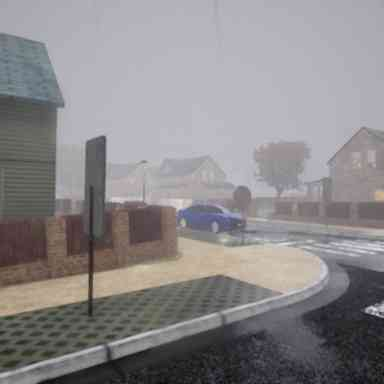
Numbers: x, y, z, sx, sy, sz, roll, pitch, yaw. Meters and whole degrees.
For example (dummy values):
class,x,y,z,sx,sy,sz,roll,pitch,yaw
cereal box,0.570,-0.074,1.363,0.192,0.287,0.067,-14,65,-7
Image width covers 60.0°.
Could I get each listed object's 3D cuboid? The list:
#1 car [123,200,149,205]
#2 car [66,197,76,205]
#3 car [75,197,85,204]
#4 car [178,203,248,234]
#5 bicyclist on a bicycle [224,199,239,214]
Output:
class,x,y,z,sx,sy,sz,roll,pitch,yaw
car,-4.486,1.465,27.460,1.837,1.490,4.892,1,-1,-33
car,-20.683,1.564,57.158,1.837,1.490,4.892,1,-1,-34
car,-15.264,1.578,49.008,1.812,1.442,4.674,1,-1,-34
car,1.076,1.416,19.084,1.882,1.535,5.008,1,-1,-34
bicyclist on a bicycle,3.113,1.368,26.609,1.656,1.620,0.582,1,-1,-34
